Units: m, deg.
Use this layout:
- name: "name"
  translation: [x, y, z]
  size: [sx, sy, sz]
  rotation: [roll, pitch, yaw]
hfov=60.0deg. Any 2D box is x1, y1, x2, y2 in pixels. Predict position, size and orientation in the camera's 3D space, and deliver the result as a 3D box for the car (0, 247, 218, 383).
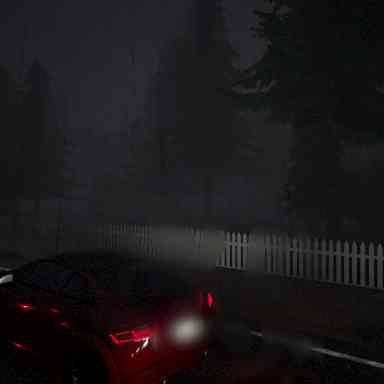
- name: "car"
  translation: [-1.709, 1.564, 4.996]
  size: [4.181, 1.385, 1.994]
  rotation: [0, 0, 35]
